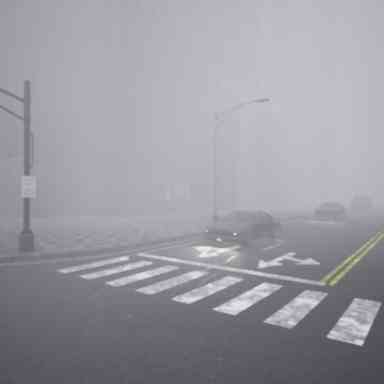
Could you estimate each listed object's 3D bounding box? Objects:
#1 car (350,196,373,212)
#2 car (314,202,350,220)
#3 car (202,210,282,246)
[{"bbox_3d":[22.434,1.507,44.005,2.150,2.045,5.566,1,0,35],"label":"car"},{"bbox_3d":[12.484,1.646,30.009,1.882,1.535,5.008,1,0,35],"label":"car"},{"bbox_3d":[2.641,1.606,16.011,2.033,1.411,5.357,1,0,35],"label":"car"}]
